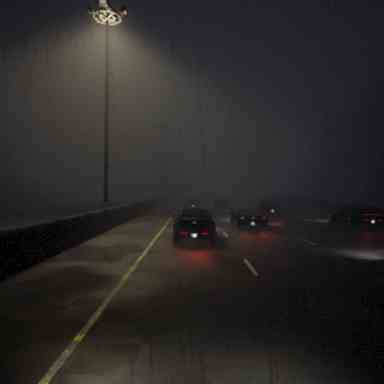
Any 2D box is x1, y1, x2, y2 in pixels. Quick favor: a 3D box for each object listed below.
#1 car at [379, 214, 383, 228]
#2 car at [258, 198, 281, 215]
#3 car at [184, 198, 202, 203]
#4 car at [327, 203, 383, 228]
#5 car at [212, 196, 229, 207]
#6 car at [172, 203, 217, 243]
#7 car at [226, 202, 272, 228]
[{"bbox_3d":[7.103,1.532,8.559,1.812,1.442,4.674,0,0,0],"label":"car"},{"bbox_3d":[7.109,1.389,31.755,1.837,1.490,4.892,0,1,0],"label":"car"},{"bbox_3d":[0.112,1.396,36.612,1.994,1.385,4.181,0,1,0],"label":"car"},{"bbox_3d":[10.607,1.465,21.902,1.837,1.490,4.892,0,0,0],"label":"car"},{"bbox_3d":[3.612,1.242,42.195,1.882,1.535,5.008,0,1,0],"label":"car"},{"bbox_3d":[0.105,1.493,15.899,1.837,1.490,4.892,0,0,0],"label":"car"},{"bbox_3d":[3.607,1.560,21.929,1.895,1.301,4.718,0,0,0],"label":"car"}]
